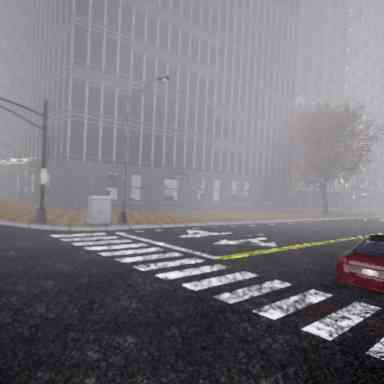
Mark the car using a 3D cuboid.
[{"bbox_3d":[5.444,1.865,8.891,4.181,1.385,1.994,3,0,-44],"label":"car"}]
